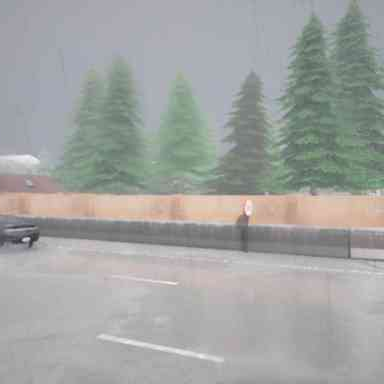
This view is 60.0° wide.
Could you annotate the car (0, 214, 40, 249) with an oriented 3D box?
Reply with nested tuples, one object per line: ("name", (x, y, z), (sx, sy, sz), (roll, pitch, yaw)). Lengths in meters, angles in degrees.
("car", (-8.846, 1.715, 14.513), (4.902, 1.511, 2.128), (0, -1, 27))
